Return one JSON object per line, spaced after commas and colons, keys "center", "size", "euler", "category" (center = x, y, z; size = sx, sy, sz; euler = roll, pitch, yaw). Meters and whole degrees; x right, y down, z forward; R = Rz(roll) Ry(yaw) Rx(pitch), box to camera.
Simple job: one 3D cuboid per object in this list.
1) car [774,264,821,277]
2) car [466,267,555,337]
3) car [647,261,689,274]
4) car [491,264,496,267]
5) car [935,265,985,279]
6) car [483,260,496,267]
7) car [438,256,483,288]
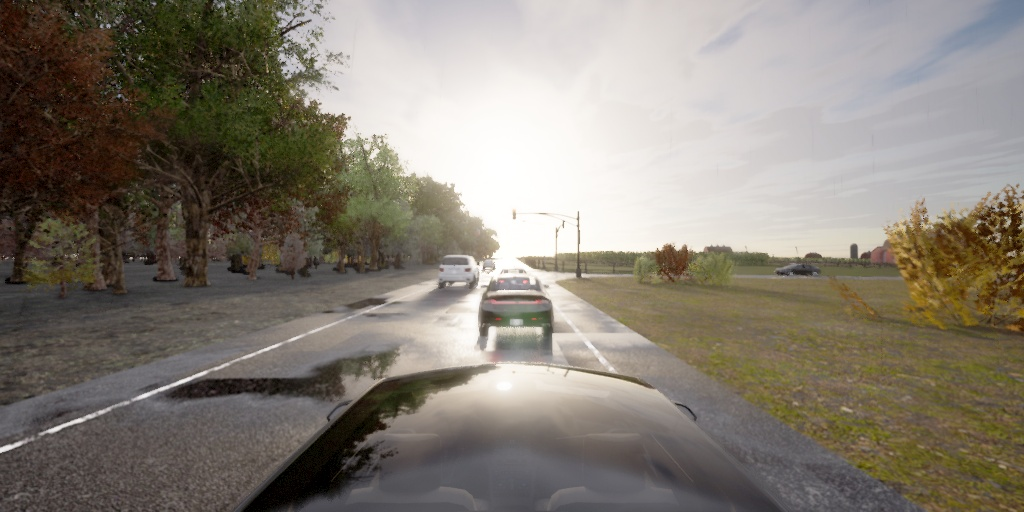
{"center": [34.103, 1.710, 42.956], "size": [4.892, 1.490, 1.837], "euler": [0, -1, 0], "category": "car"}
{"center": [0.091, 1.249, 10.321], "size": [2.128, 1.511, 4.902], "euler": [0, 0, 0], "category": "car"}
{"center": [18.711, 1.391, 43.010], "size": [4.553, 1.767, 2.097], "euler": [1, -1, 0], "category": "car"}
{"center": [0.077, 1.314, 20.061], "size": [2.033, 1.411, 5.357], "euler": [0, 0, 0], "category": "car"}
{"center": [48.859, 1.907, 39.291], "size": [4.718, 1.301, 1.895], "euler": [1, -1, 1], "category": "car"}
{"center": [-3.470, 1.316, 55.370], "size": [1.812, 1.442, 4.674], "euler": [0, 0, 0], "category": "car"}
{"center": [-3.427, 0.991, 23.904], "size": [2.150, 2.045, 5.566], "euler": [0, 0, 0], "category": "car"}
